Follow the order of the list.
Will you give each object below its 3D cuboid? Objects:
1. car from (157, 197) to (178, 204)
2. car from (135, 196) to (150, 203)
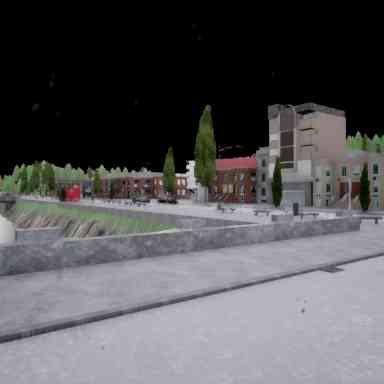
[{"bbox_3d":[-4.574,1.596,60.735,1.895,1.301,4.718,0,0,-35],"label":"car"},{"bbox_3d":[-10.377,1.557,68.869,1.994,1.385,4.181,0,0,-35],"label":"car"}]
